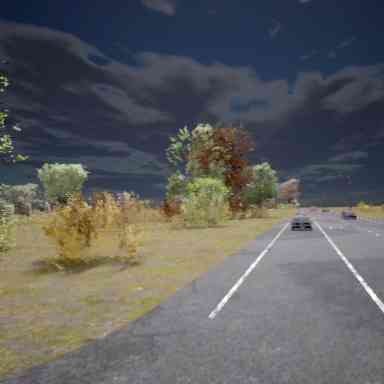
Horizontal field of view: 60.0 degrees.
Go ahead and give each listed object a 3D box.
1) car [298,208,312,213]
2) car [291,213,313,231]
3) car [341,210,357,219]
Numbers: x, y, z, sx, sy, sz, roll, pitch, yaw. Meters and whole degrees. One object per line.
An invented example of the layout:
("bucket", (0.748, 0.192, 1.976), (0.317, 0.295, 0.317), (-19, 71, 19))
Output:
("car", (19.346, 3.969, 58.115), (2.128, 1.511, 4.902), (-3, -3, 20))
("car", (10.464, 2.961, 31.705), (1.895, 1.301, 4.718), (-3, -3, 18))
("car", (25.021, 3.550, 53.197), (2.033, 1.411, 5.357), (-3, -3, 18))
